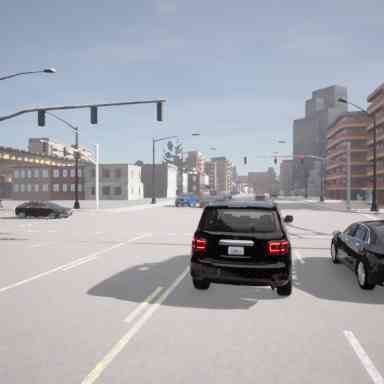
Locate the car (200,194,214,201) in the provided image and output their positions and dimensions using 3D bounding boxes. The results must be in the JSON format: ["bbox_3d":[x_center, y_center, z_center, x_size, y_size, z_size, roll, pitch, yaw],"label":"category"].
[{"bbox_3d":[3.133,1.073,68.167,2.033,1.411,5.357,0,1,12],"label":"car"}]

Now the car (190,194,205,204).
[{"bbox_3d":[1.019,1.216,57.898,1.837,1.490,4.892,0,1,11],"label":"car"}]

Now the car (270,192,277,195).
[{"bbox_3d":[20.654,0.742,84.468,2.033,1.411,5.357,0,1,11],"label":"car"}]

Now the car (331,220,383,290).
[{"bbox_3d":[5.071,1.505,8.886,1.837,1.490,4.892,0,0,11],"label":"car"}]

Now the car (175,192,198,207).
[{"bbox_3d":[-0.871,1.078,48.417,2.150,2.045,5.566,0,1,12],"label":"car"}]

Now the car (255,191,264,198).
[{"bbox_3d":[17.218,0.557,85.138,2.097,1.767,4.553,0,1,11],"label":"car"}]

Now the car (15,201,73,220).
[{"bbox_3d":[-12.397,1.504,27.926,4.892,1.490,1.837,0,0,15],"label":"car"}]

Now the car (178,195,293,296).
[{"bbox_3d":[1.509,1.221,8.997,2.150,2.045,5.566,0,0,14],"label":"car"}]

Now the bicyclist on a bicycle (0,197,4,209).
[{"bbox_3d":[-23.941,1.302,41.344,0.582,1.620,1.656,0,0,10],"label":"bicyclist on a bicycle"}]

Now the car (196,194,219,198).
[{"bbox_3d":[2.216,1.380,46.018,1.837,1.490,4.892,0,1,11],"label":"car"}]

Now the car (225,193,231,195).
[{"bbox_3d":[5.879,1.090,64.214,1.837,1.490,4.892,0,1,12],"label":"car"}]

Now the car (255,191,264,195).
[{"bbox_3d":[13.693,1.004,66.859,2.128,1.511,4.902,0,1,11],"label":"car"}]
